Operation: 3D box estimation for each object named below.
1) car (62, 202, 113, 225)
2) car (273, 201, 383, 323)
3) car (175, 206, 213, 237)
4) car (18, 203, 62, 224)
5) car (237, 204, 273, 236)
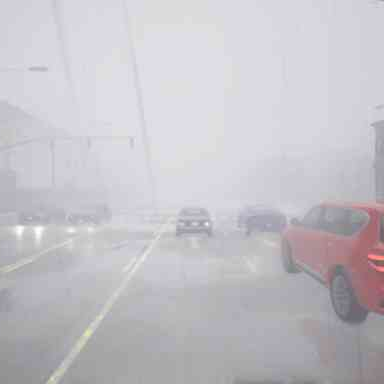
[{"bbox_3d":[-6.994,1.432,23.536,2.033,1.411,5.357,0,0,0],"label":"car"},{"bbox_3d":[3.601,1.186,7.245,2.150,2.045,5.566,0,0,0],"label":"car"},{"bbox_3d":[0.104,1.461,17.442,2.033,1.411,5.357,0,0,0],"label":"car"},{"bbox_3d":[-10.494,1.494,23.541,1.994,1.385,4.181,0,0,0],"label":"car"},{"bbox_3d":[3.606,1.389,17.963,1.882,1.535,5.008,0,0,0],"label":"car"}]
